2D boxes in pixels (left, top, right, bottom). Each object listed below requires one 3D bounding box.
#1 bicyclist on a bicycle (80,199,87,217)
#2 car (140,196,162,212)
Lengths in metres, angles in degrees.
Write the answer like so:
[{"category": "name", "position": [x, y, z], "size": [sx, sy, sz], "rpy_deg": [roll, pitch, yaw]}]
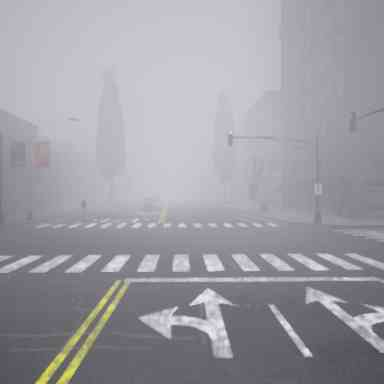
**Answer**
[{"category": "bicyclist on a bicycle", "position": [-9.762, 1.446, 29.960], "size": [0.582, 1.620, 1.656], "rpy_deg": [0, 0, -4]}, {"category": "car", "position": [-4.918, 1.348, 38.998], "size": [2.097, 1.767, 4.553], "rpy_deg": [0, 0, -4]}]
